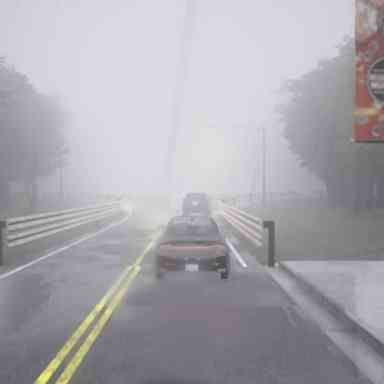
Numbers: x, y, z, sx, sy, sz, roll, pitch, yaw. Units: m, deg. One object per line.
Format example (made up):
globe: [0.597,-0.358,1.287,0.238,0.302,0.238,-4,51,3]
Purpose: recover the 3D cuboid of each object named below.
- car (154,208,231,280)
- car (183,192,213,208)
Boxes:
car: [0.005,1.436,9.741,2.128,1.511,4.902,0,0,0]
car: [0.553,1.055,29.215,2.150,2.045,5.566,0,0,7]
